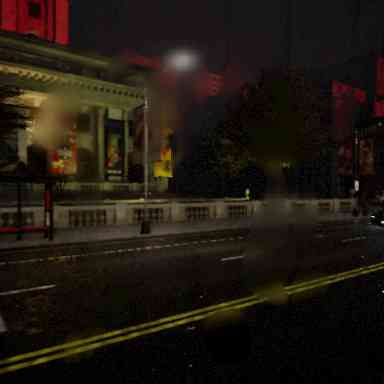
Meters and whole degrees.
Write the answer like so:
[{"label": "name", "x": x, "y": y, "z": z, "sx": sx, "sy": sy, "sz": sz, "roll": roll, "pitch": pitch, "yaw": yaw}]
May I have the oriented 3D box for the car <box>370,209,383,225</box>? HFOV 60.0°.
[{"label": "car", "x": 14.389, "y": 1.550, "z": 22.840, "sx": 5.357, "sy": 1.411, "sz": 2.033, "roll": 0, "pitch": 0, "yaw": -35}]
